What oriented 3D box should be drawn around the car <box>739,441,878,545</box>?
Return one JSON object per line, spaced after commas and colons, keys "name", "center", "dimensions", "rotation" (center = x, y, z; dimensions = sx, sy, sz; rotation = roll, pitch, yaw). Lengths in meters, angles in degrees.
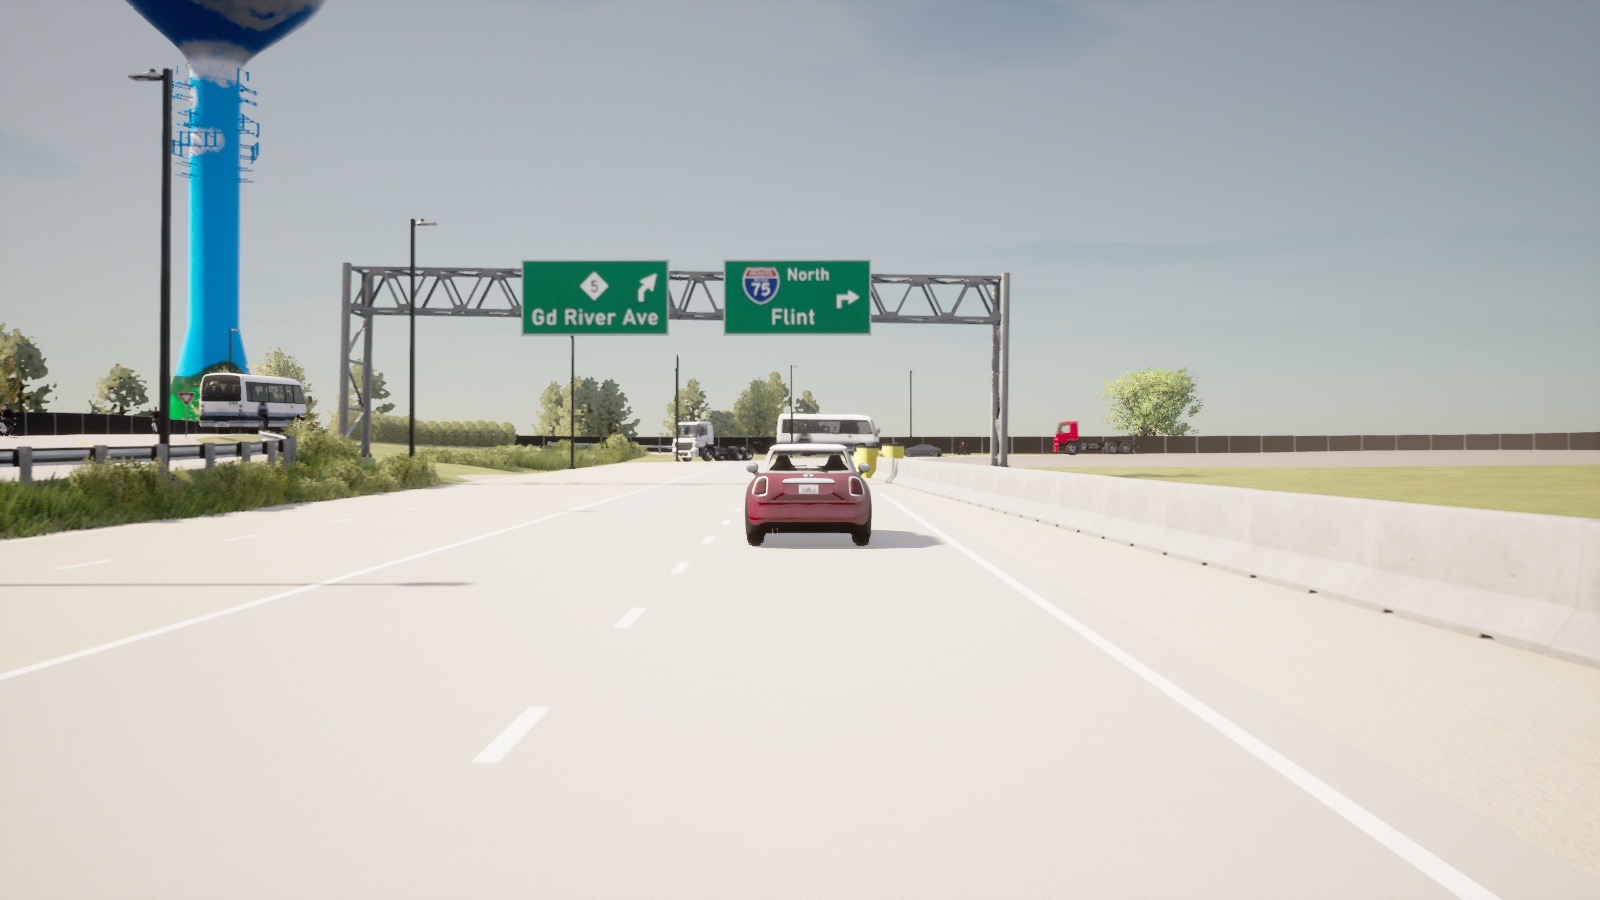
{"name": "car", "center": [0.129, 0.600, 19.743], "dimensions": [1.970, 1.475, 3.806], "rotation": [0, 0, 0]}
